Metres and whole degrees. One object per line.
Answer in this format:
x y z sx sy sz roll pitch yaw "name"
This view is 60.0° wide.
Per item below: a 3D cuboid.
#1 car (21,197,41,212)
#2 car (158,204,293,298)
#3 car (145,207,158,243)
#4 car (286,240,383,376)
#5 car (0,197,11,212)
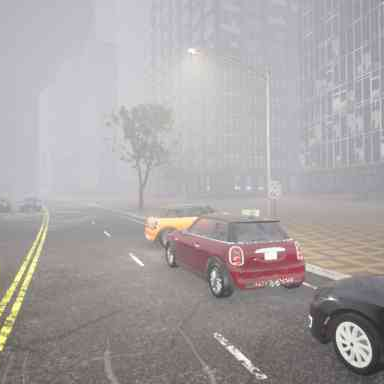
-19.013 1.393 39.353 2.097 1.767 4.553 0 0 -24 "car"
0.836 1.355 8.900 2.097 1.767 4.553 0 0 -22 "car"
0.285 1.277 14.549 4.553 1.767 2.097 -3 1 -18 "car"
3.595 1.505 3.441 1.837 1.490 4.892 0 0 -36 "car"
-21.976 1.390 38.018 2.097 1.767 4.553 0 0 -24 "car"
